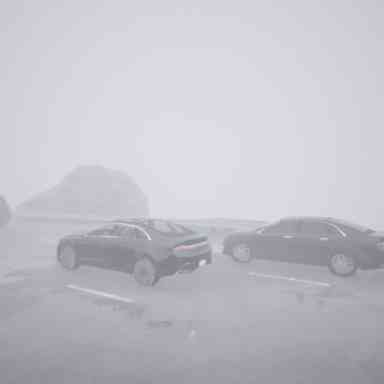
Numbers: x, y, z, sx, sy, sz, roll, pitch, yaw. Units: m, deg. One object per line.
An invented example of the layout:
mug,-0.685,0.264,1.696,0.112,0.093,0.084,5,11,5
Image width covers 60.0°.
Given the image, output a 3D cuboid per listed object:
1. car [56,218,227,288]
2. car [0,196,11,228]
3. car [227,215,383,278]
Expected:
car,-1.766,1.479,9.265,4.902,1.511,2.128,0,0,34
car,-13.531,1.213,20.405,5.566,2.045,2.150,0,0,29
car,3.238,1.482,10.121,4.892,1.490,1.837,0,0,34
